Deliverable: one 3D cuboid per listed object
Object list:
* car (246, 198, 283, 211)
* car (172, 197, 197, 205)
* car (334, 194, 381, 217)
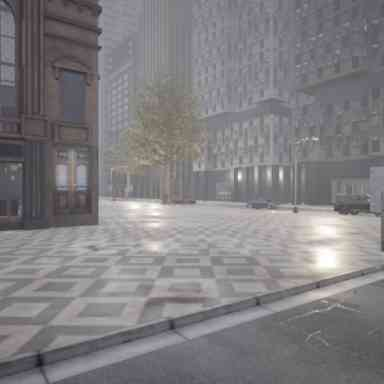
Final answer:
[{"bbox_3d":[8.681,1.463,40.114,1.837,1.490,4.892,0,0,-36],"label":"car"},{"bbox_3d":[-1.263,1.530,54.084,1.895,1.301,4.718,0,0,-35],"label":"car"},{"bbox_3d":[15.756,1.199,30.235,2.150,2.045,5.566,0,0,-36],"label":"car"}]
